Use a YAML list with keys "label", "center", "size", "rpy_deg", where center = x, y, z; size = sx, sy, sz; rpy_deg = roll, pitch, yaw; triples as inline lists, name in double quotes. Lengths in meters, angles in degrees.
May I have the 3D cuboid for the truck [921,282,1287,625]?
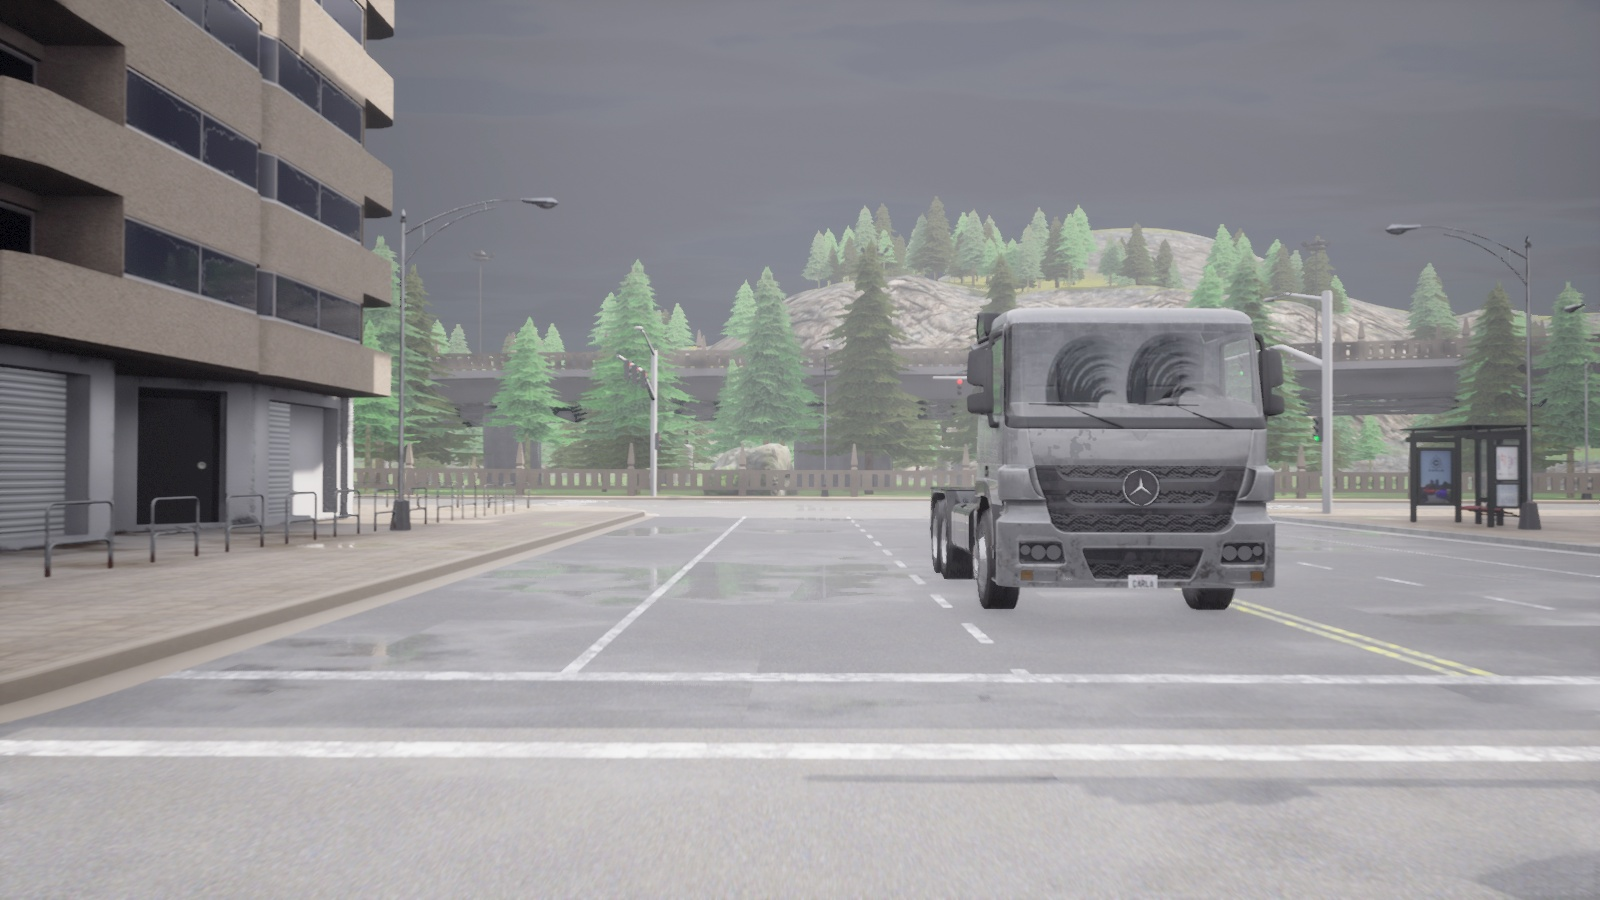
- label: "truck"
  center: [3.457, 0.098, 16.679]
  size: [2.891, 3.462, 7.936]
  rpy_deg: [0, -1, 0]
